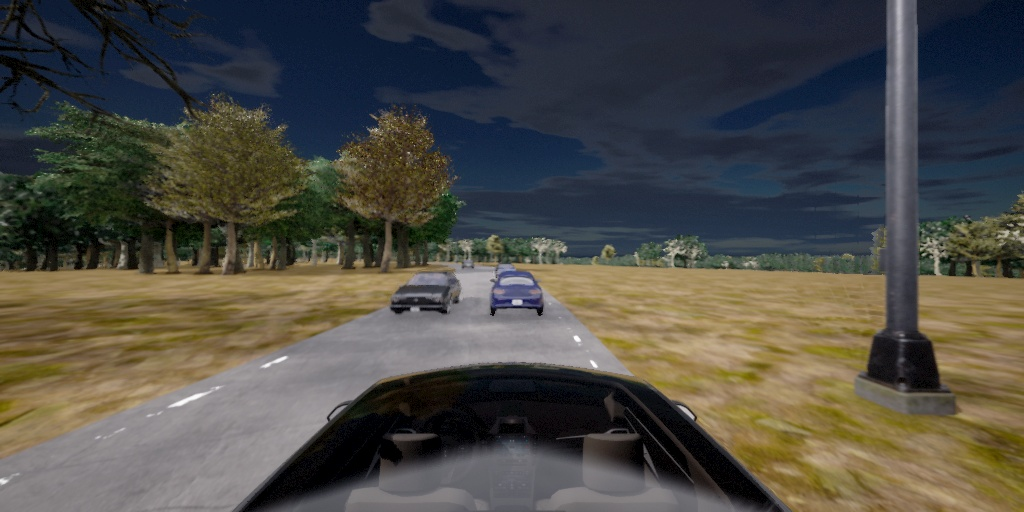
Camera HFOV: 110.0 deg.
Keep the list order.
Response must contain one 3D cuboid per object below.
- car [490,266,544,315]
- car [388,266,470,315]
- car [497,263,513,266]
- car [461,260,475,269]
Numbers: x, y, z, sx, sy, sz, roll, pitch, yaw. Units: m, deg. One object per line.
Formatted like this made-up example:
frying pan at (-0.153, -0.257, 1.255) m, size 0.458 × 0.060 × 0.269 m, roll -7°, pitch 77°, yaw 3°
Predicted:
car at (0.142, 1.289, 13.546) m, size 1.812 × 1.442 × 4.674 m, roll 0°, pitch 0°, yaw 0°
car at (-3.056, 1.304, 13.896) m, size 2.033 × 1.411 × 5.357 m, roll 0°, pitch 0°, yaw -1°
car at (-0.614, 1.333, 31.640) m, size 2.033 × 1.411 × 5.357 m, roll 0°, pitch 0°, yaw -4°
car at (-6.904, 1.306, 56.512) m, size 2.128 × 1.511 × 4.902 m, roll 0°, pitch 0°, yaw -9°
